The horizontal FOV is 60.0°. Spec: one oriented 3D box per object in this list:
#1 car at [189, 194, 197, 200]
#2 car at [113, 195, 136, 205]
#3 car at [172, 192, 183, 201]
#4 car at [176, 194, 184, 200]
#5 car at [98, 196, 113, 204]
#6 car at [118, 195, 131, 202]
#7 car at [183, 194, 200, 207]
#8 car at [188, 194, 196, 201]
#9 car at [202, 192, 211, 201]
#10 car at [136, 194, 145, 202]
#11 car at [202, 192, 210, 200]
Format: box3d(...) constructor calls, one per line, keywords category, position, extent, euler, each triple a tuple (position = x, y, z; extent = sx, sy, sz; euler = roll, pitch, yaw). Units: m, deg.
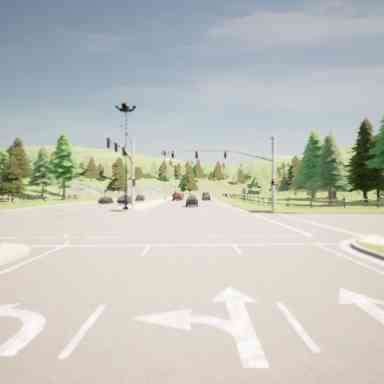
box3d(category="car", position=(0.244, 1.266, 89.459), extent=(2.128, 1.511, 4.902), euler=(0, 0, 1))
box3d(category="car", position=(-11.552, 1.418, 57.498), extent=(2.033, 1.411, 5.357), euler=(0, 0, 1))
box3d(category="car", position=(-3.476, 1.044, 78.805), extent=(2.150, 2.045, 5.566), euler=(0, 0, 1))
box3d(category="car", position=(-3.255, 1.218, 89.550), extent=(1.882, 1.535, 5.008), euler=(0, 0, 1))
box3d(category="car", position=(-15.052, 1.433, 58.139), extent=(1.994, 1.385, 4.181), euler=(0, 0, 0))
box3d(category="car", position=(-15.008, 1.385, 74.201), extent=(1.994, 1.385, 4.181), euler=(0, 0, 0))
box3d(category="car", position=(-0.008, 1.396, 48.170), extent=(1.837, 1.490, 4.892), euler=(0, 0, 0))
box3d(category="car", position=(0.028, 1.297, 79.189), extent=(1.882, 1.535, 5.008), euler=(0, 0, 1))
box3d(category="car", position=(3.524, 1.359, 78.773), extent=(2.033, 1.411, 5.357), euler=(0, 0, 1))
box3d(category="car", position=(-11.509, 1.335, 73.664), extent=(1.837, 1.490, 4.892), euler=(0, 0, 0))
box3d(category="car", position=(3.744, 0.966, 89.397), extent=(2.150, 2.045, 5.566), euler=(0, 0, 1))
